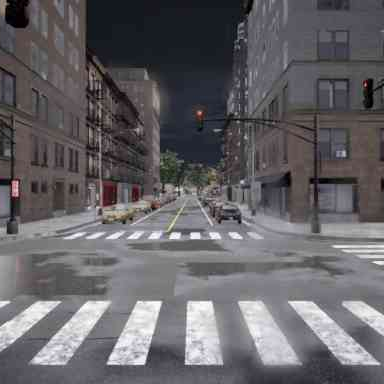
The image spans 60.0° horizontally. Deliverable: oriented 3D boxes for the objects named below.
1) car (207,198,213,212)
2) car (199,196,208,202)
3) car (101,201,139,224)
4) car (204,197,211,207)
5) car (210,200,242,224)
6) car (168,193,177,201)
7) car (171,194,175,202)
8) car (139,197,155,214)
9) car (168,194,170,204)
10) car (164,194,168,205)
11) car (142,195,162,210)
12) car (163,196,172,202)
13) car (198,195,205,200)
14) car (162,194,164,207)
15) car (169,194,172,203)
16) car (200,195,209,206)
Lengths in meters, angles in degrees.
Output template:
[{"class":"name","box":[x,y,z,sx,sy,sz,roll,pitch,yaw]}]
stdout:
[{"class":"car","box":[2.649,1.547,30.222,1.887,1.381,4.507,0,0,0]},{"class":"car","box":[2.671,1.556,79.560,1.887,1.381,4.507,0,0,0]},{"class":"car","box":[-5.406,1.526,24.574,1.752,1.417,4.829,0,0,0]},{"class":"car","box":[2.652,1.554,35.704,2.008,1.369,4.403,0,0,0]},{"class":"car","box":[2.647,1.552,24.740,2.008,1.369,4.403,0,0,0]},{"class":"car","box":[-5.354,1.330,90.528,2.192,1.841,5.009,0,0,0]},{"class":"car","box":[-5.371,1.324,68.600,2.192,1.841,5.009,0,0,0]},{"class":"car","box":[-5.398,1.528,35.537,1.752,1.417,4.829,0,0,0]},{"class":"car","box":[-5.380,1.557,57.635,2.008,1.369,4.403,0,0,0]},{"class":"car","box":[-5.384,1.446,52.153,1.967,1.590,4.097,0,0,0]},{"class":"car","box":[-5.393,1.319,41.190,2.192,1.841,5.009,0,0,0]},{"class":"car","box":[-5.367,1.535,73.912,1.752,1.417,4.829,0,0,0]},{"class":"car","box":[2.675,1.597,90.524,1.802,1.307,4.206,0,0,0]},{"class":"car","box":[-5.389,1.445,46.672,1.967,1.590,4.097,0,0,0]},{"class":"car","box":[-5.376,1.573,63.118,1.947,1.339,4.313,0,0,0]},{"class":"car","box":[2.659,1.557,52.150,2.008,1.369,4.403,0,0,0]}]
